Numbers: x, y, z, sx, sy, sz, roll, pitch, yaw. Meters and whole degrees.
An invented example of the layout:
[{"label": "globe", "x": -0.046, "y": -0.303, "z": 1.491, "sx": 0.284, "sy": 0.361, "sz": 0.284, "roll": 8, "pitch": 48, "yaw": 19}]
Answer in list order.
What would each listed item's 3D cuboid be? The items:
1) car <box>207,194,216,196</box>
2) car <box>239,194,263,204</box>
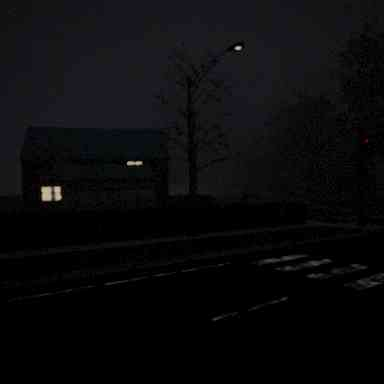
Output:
[{"label": "car", "x": 3.473, "y": 1.078, "z": 60.154, "sx": 2.033, "sy": 1.411, "sz": 5.357, "roll": -2, "pitch": 1, "yaw": -14}, {"label": "car", "x": 7.862, "y": 1.045, "z": 43.265, "sx": 2.097, "sy": 1.767, "sz": 4.553, "roll": -2, "pitch": 1, "yaw": -15}]
